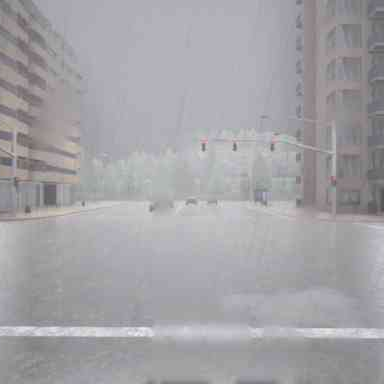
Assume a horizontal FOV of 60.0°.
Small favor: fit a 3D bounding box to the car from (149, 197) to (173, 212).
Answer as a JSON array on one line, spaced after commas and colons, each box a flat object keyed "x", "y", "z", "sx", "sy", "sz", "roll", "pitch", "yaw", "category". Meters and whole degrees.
[{"x": -3.627, "y": 1.351, "z": 38.321, "sx": 2.097, "sy": 1.767, "sz": 4.553, "roll": 0, "pitch": 0, "yaw": 0, "category": "car"}]

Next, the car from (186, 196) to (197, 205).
[{"x": -0.044, "y": 1.525, "z": 60.052, "sx": 1.812, "sy": 1.442, "sz": 4.674, "roll": 0, "pitch": 0, "yaw": 0, "category": "car"}]

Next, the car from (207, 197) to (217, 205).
[{"x": 3.700, "y": 1.546, "z": 60.823, "sx": 2.033, "sy": 1.411, "sz": 5.357, "roll": 0, "pitch": 0, "yaw": 4, "category": "car"}]
